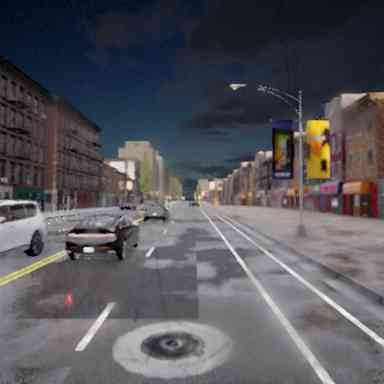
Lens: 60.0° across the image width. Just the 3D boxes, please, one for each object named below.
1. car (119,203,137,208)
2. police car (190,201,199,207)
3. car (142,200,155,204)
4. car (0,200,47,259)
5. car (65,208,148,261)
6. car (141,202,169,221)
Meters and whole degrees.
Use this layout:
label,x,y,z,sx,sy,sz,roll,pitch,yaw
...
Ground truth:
label,x,y,z,sx,sy,sz,roll,pitch,yaw
car,-9.817,2.326,51.157,1.895,1.301,4.718,0,-1,0
police car,0.977,3.233,91.155,1.930,1.638,5.238,0,-2,0
car,-6.569,2.081,51.306,2.097,1.767,4.553,0,-1,0
car,-6.601,1.285,10.414,2.150,2.045,5.566,0,0,0
car,-3.152,1.573,12.573,2.128,1.511,4.902,0,-1,0
car,-3.150,1.866,30.011,1.994,1.385,4.181,0,-1,0
